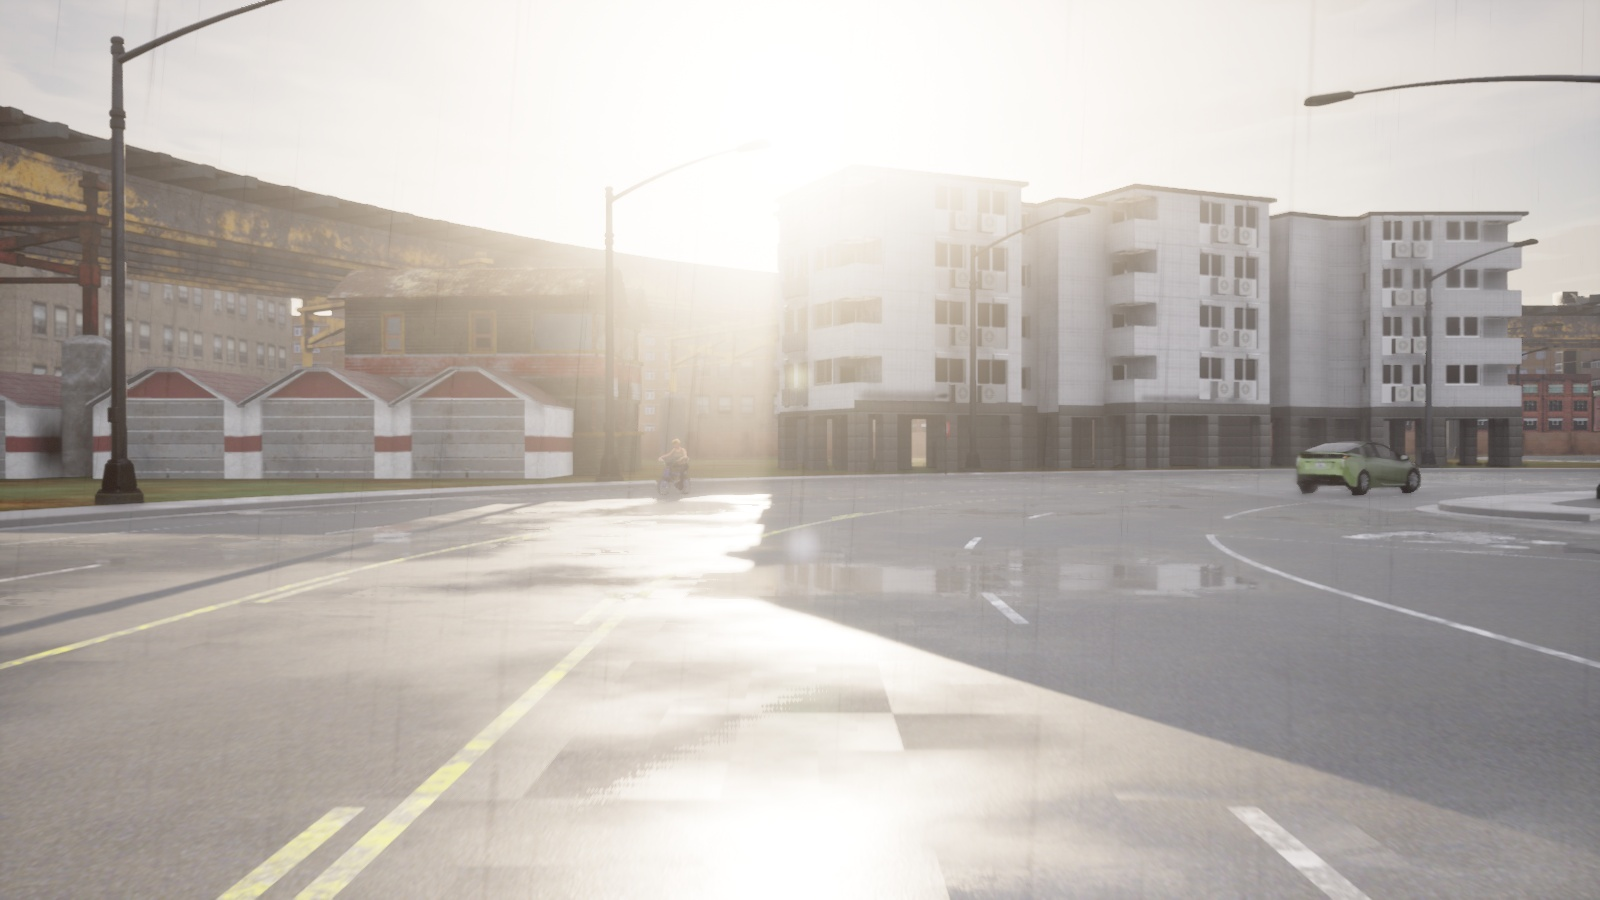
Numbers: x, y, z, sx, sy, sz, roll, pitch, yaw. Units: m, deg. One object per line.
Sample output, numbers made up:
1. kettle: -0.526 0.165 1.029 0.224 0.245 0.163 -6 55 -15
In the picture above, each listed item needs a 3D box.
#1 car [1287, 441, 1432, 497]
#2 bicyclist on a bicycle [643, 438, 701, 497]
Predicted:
1. car: 16.298 0.501 36.489 4.514 1.525 2.007 0 0 -39
2. bicyclist on a bicycle: -3.584 0.481 35.280 0.866 1.612 1.509 1 1 32
